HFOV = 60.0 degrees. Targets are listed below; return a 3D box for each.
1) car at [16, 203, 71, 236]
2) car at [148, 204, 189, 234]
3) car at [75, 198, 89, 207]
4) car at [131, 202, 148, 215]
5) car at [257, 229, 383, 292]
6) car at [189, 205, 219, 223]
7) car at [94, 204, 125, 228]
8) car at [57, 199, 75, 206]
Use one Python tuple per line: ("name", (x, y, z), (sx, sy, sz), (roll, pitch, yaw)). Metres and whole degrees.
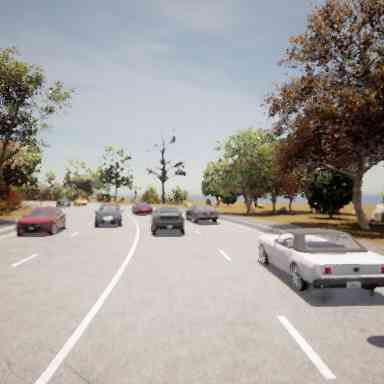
("car", (-8.726, 1.628, 19.668), (1.882, 1.535, 5.008), (0, 0, -10))
("car", (-1.574, 1.650, 20.423), (1.837, 1.490, 4.892), (0, 0, -9))
("car", (-20.778, 1.925, 62.353), (1.882, 1.535, 5.008), (0, 0, -31))
("car", (-5.802, 1.839, 38.145), (1.994, 1.385, 4.181), (0, 0, -18))
("car", (3.226, 1.658, 9.121), (1.895, 1.301, 4.718), (0, 0, -4))
("car", (0.714, 1.740, 27.540), (2.033, 1.411, 5.357), (0, 0, -12))
("car", (-5.998, 1.669, 24.240), (2.128, 1.511, 4.902), (0, 0, -11))
("car", (-22.433, 1.909, 58.214), (2.128, 1.511, 4.902), (0, -1, -29))
